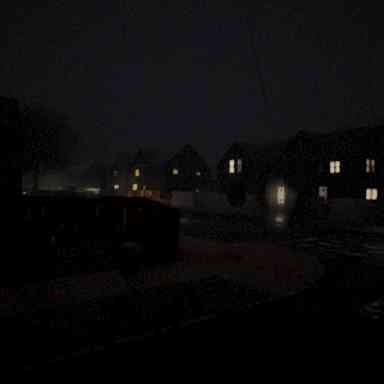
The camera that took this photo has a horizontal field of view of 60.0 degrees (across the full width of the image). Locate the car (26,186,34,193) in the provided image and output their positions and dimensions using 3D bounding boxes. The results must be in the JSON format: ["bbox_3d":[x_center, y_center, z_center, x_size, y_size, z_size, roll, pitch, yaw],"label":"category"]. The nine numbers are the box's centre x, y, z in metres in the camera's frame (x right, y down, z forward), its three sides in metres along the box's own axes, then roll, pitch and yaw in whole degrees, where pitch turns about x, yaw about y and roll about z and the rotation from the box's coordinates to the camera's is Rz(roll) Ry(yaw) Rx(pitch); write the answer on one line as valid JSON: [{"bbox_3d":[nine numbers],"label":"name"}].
[{"bbox_3d":[-39.455,-0.593,81.686,2.097,1.767,4.553,-1,2,-36],"label":"car"}]

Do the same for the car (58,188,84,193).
[{"bbox_3d":[-15.638,0.535,41.935,1.837,1.490,4.892,1,0,-35],"label":"car"}]

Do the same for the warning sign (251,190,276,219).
[{"bbox_3d":[4.824,0.833,22.429,1.300,1.860,1.060,-1,0,-36],"label":"warning sign"}]

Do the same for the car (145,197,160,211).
[{"bbox_3d":[-3.453,1.053,24.807,1.994,1.385,4.181,1,1,-35],"label":"car"}]

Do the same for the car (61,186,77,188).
[{"bbox_3d":[-19.624,0.056,52.340,2.150,2.045,5.566,1,1,-36],"label":"car"}]

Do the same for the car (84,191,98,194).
[{"bbox_3d":[-13.544,0.608,43.898,2.033,1.411,5.357,1,1,-35],"label":"car"}]
